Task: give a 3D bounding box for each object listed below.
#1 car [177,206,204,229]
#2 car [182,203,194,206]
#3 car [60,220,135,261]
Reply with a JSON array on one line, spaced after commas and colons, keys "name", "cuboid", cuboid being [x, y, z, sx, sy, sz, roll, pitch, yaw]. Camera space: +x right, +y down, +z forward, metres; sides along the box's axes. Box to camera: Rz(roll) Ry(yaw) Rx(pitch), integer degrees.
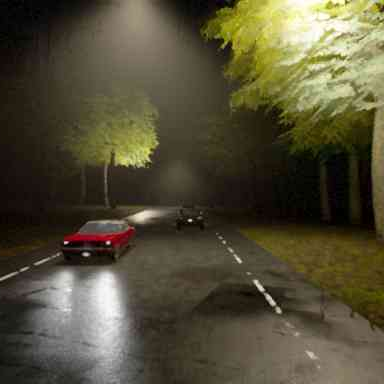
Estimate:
[{"name": "car", "cuboid": [-0.154, 2.001, 25.306, 1.994, 1.385, 4.181, 0, -1, -1]}, {"name": "car", "cuboid": [-0.529, 2.199, 41.327, 1.837, 1.490, 4.892, 0, -1, -2]}, {"name": "car", "cuboid": [-3.584, 1.838, 13.444, 1.895, 1.301, 4.718, 0, -1, 0]}]
